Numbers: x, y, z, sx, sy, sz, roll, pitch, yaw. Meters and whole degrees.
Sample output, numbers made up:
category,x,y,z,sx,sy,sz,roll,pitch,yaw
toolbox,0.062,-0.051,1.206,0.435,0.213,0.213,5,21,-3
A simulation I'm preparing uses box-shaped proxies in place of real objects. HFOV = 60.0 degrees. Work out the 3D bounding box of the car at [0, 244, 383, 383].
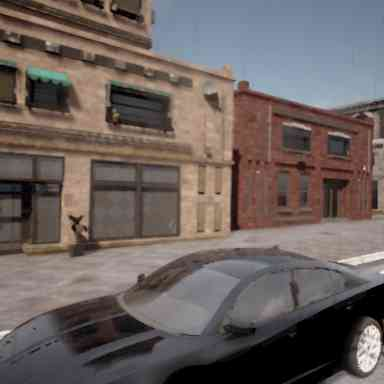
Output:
category,x,y,z,sx,sy,sz,roll,pitch,yaw
car,0.438,1.470,3.972,5.008,1.535,1.882,0,0,-35
